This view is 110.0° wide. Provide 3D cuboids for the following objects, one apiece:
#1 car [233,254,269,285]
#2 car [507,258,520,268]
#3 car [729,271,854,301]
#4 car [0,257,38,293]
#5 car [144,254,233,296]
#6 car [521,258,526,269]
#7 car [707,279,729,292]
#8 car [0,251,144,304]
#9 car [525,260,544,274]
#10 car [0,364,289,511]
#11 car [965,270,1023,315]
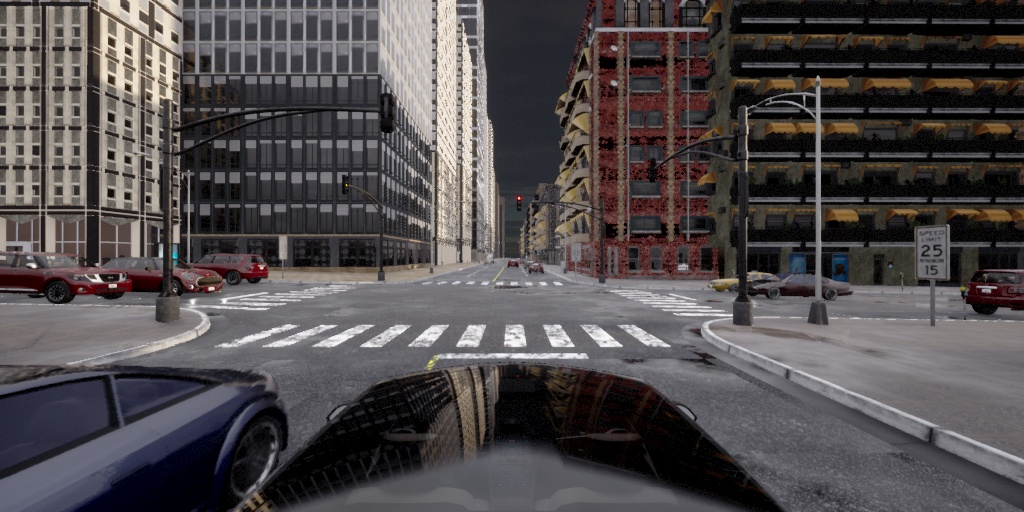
[{"bbox_3d":[-17.682,0.780,21.852,5.009,1.841,2.192,0,0,0],"label":"car"},{"bbox_3d":[0.184,1.261,62.997,1.882,1.535,5.008,0,0,0],"label":"car"},{"bbox_3d":[15.258,1.613,19.503,5.357,1.411,2.033,1,0,0],"label":"car"},{"bbox_3d":[-24.943,0.791,16.013,5.008,1.535,1.882,1,0,-1],"label":"car"},{"bbox_3d":[-15.723,0.838,16.078,4.553,1.767,2.097,1,0,0],"label":"car"},{"bbox_3d":[2.764,1.327,54.721,2.007,1.370,4.403,0,0,0],"label":"car"},{"bbox_3d":[14.658,1.590,22.089,4.829,1.417,1.751,0,0,0],"label":"car"},{"bbox_3d":[-17.559,0.759,13.473,5.009,1.841,2.192,0,0,0],"label":"car"},{"bbox_3d":[2.796,1.348,41.803,1.802,1.307,4.207,0,0,0],"label":"car"},{"bbox_3d":[-3.040,1.314,1.548,1.994,1.385,4.181,0,0,1],"label":"car"},{"bbox_3d":[20.615,1.463,13.785,5.009,1.841,2.192,0,0,0],"label":"car"}]
